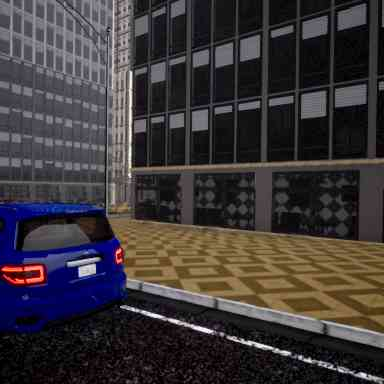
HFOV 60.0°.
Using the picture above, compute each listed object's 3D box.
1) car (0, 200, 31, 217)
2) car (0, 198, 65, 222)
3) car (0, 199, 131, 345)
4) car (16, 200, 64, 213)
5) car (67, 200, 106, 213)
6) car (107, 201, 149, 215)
[{"bbox_3d":[-18.847,1.616,32.904,1.837,1.490,4.892,1,0,36],"label":"car"},{"bbox_3d":[-14.149,1.519,29.528,2.192,1.841,5.009,1,0,36],"label":"car"},{"bbox_3d":[-3.701,1.218,6.322,5.566,2.045,2.150,0,0,35],"label":"car"},{"bbox_3d":[-17.647,1.643,38.903,1.752,1.417,4.829,1,0,36],"label":"car"},{"bbox_3d":[-12.936,1.762,40.924,1.994,1.385,4.181,1,0,36],"label":"car"},{"bbox_3d":[-7.351,1.830,38.740,1.752,1.417,4.829,1,0,36],"label":"car"}]
